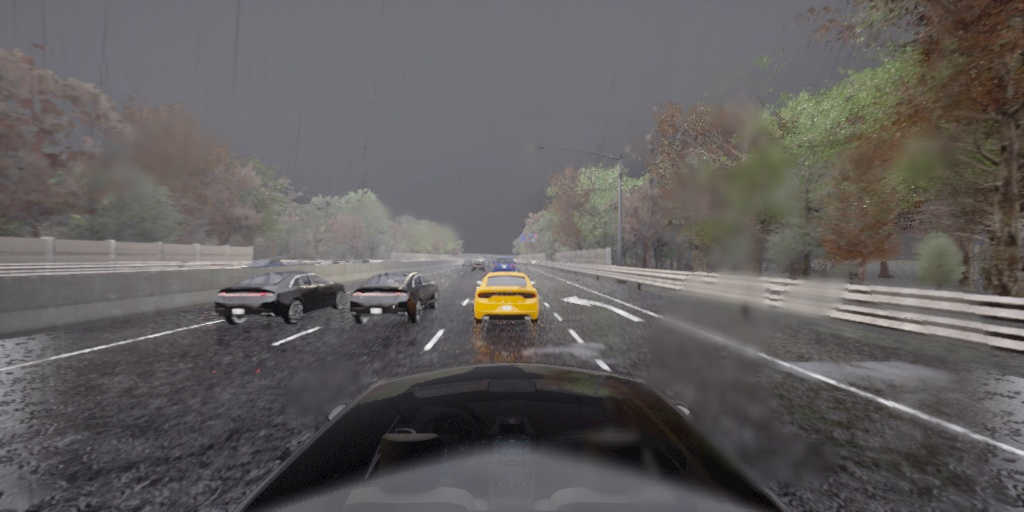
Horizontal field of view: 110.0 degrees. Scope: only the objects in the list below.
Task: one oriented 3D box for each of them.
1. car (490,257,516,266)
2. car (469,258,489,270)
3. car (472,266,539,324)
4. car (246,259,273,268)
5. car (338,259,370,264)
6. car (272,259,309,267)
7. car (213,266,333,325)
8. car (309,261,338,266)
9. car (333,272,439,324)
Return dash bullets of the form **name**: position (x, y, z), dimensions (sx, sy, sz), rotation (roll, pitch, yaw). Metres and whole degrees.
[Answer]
- **car**: position (-0.768, 1.119, 35.448), dimensions (2.150, 2.045, 5.566), rotation (0, 0, -1)
- **car**: position (-4.663, 1.450, 51.139), dimensions (1.837, 1.490, 4.892), rotation (0, 0, -1)
- **car**: position (-0.198, 1.274, 12.243), dimensions (1.882, 1.535, 5.008), rotation (0, 0, -1)
- **car**: position (-29.000, 1.103, 42.261), dimensions (2.097, 1.767, 4.553), rotation (0, 0, -1)
- **car**: position (-18.524, 1.173, 43.179), dimensions (2.097, 1.767, 4.553), rotation (0, 0, -1)
- **car**: position (-25.510, 1.322, 42.771), dimensions (2.033, 1.411, 5.357), rotation (0, 0, -1)
- **car**: position (-7.184, 1.242, 11.765), dimensions (2.128, 1.511, 4.902), rotation (0, 0, -1)
- **car**: position (-22.021, 1.324, 43.195), dimensions (1.812, 1.442, 4.674), rotation (0, 0, -1)
- **car**: position (-3.692, 1.265, 12.017), dimensions (2.128, 1.511, 4.902), rotation (0, 0, -1)
